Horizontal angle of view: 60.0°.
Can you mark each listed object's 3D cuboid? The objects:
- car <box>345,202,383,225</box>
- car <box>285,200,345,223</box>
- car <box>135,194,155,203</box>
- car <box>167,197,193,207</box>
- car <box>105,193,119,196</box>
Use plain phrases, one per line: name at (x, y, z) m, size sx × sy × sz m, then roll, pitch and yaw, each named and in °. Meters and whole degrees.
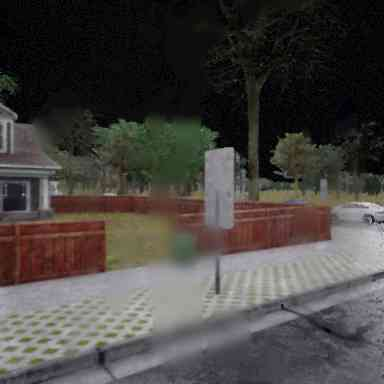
car at (11.493, 1.423, 23.378) m, size 1.812 × 1.442 × 4.674 m, roll 0°, pitch 1°, yaw -37°
car at (7.662, 1.344, 23.387) m, size 1.882 × 1.535 × 5.008 m, roll 0°, pitch 1°, yaw -36°
car at (-7.042, 1.011, 48.599) m, size 1.895 × 1.301 × 4.718 m, roll 0°, pitch 1°, yaw -36°
car at (-0.823, 1.189, 35.099) m, size 2.033 × 1.411 × 5.357 m, roll 0°, pitch 1°, yaw -36°
car at (-12.414, 0.862, 51.244) m, size 1.812 × 1.442 × 4.674 m, roll 0°, pitch 1°, yaw -36°
